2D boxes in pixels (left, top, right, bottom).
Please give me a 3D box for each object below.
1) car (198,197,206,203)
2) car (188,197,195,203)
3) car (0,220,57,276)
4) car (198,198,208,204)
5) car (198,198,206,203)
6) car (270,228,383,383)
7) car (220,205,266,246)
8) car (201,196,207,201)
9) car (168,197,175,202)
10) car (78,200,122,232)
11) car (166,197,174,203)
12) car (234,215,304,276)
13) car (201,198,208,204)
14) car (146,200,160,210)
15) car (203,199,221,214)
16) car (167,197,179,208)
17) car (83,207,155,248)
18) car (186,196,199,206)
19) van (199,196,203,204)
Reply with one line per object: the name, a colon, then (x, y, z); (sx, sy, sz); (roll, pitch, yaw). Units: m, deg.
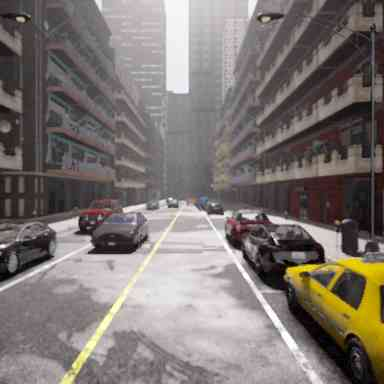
car: (2.556, 2.172, 88.845); (1.947, 1.339, 4.313); (-1, 0, 0)
car: (-0.118, 1.923, 84.761); (1.837, 1.490, 4.892); (0, 0, 0)
car: (-5.715, 1.620, 10.437); (2.008, 1.369, 4.403); (-1, 0, 0)
car: (2.572, 2.079, 77.642); (2.008, 1.369, 4.403); (-1, 0, 0)
car: (2.564, 2.111, 83.244); (1.887, 1.381, 4.507); (-1, 0, 0)
car: (2.672, 1.560, 4.988); (1.752, 1.417, 4.829); (-1, 0, 0)
car: (2.655, 1.549, 16.022); (1.967, 1.590, 4.097); (-1, 0, 0)
car: (2.922, 1.885, 56.045); (1.837, 1.490, 4.892); (0, 0, 0)
car: (-5.832, 2.188, 94.465); (1.887, 1.381, 4.507); (-1, 0, 0)
car: (-5.734, 1.460, 21.642); (2.192, 1.841, 5.009); (-1, 0, 0)
car: (-5.824, 2.170, 88.862); (1.947, 1.339, 4.313); (-1, 0, 0)
car: (2.665, 1.637, 10.419); (1.947, 1.339, 4.313); (-1, 0, 0)
car: (2.618, 1.849, 44.032); (2.008, 1.369, 4.403); (-1, 0, 0)
car: (-5.770, 1.885, 49.650); (2.008, 1.369, 4.403); (-1, 0, 0)
car: (2.626, 1.826, 38.429); (1.947, 1.339, 4.313); (-1, 0, 0)
car: (-3.135, 1.926, 56.094); (2.033, 1.411, 5.357); (0, 0, 1)
car: (-3.123, 1.652, 15.597); (2.033, 1.411, 5.357); (0, 0, 0)
car: (-0.094, 1.788, 68.061); (2.097, 1.767, 4.553); (0, 0, 0)
van: (2.577, 1.830, 72.042); (1.690, 1.788, 3.998); (-1, 0, 0)
